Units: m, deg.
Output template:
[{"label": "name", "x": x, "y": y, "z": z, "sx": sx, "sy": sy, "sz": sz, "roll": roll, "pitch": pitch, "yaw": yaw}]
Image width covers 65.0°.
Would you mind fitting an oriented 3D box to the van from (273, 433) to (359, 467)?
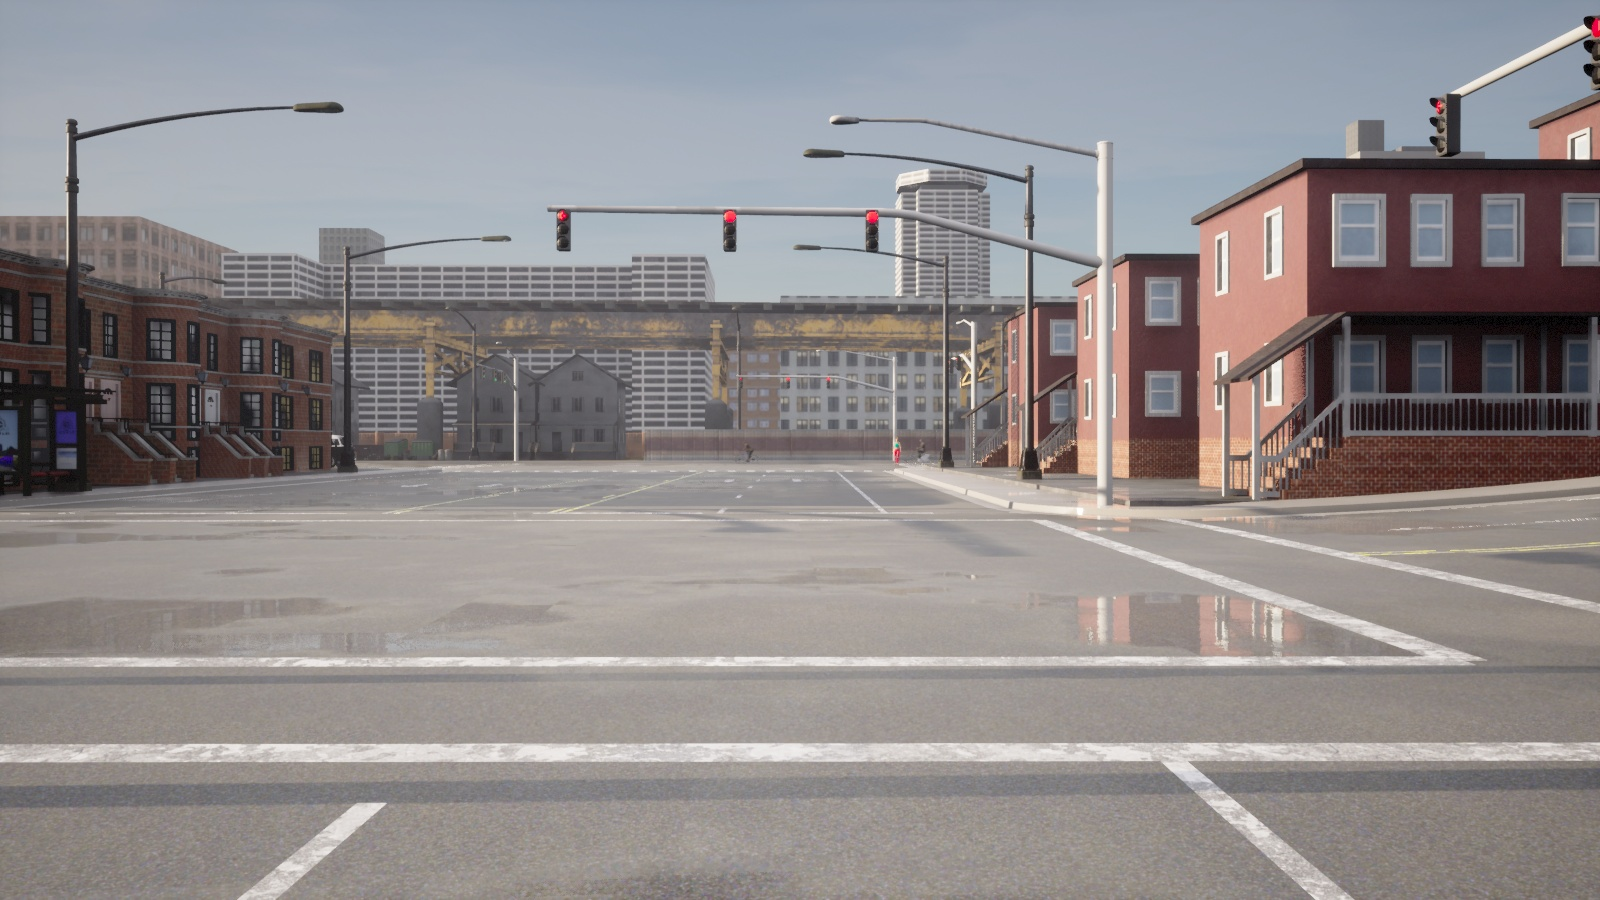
[{"label": "van", "x": -29.763, "y": 0.010, "z": 77.297, "sx": 4.480, "sy": 2.038, "sz": 2.069, "roll": 0, "pitch": 0, "yaw": 0}]
